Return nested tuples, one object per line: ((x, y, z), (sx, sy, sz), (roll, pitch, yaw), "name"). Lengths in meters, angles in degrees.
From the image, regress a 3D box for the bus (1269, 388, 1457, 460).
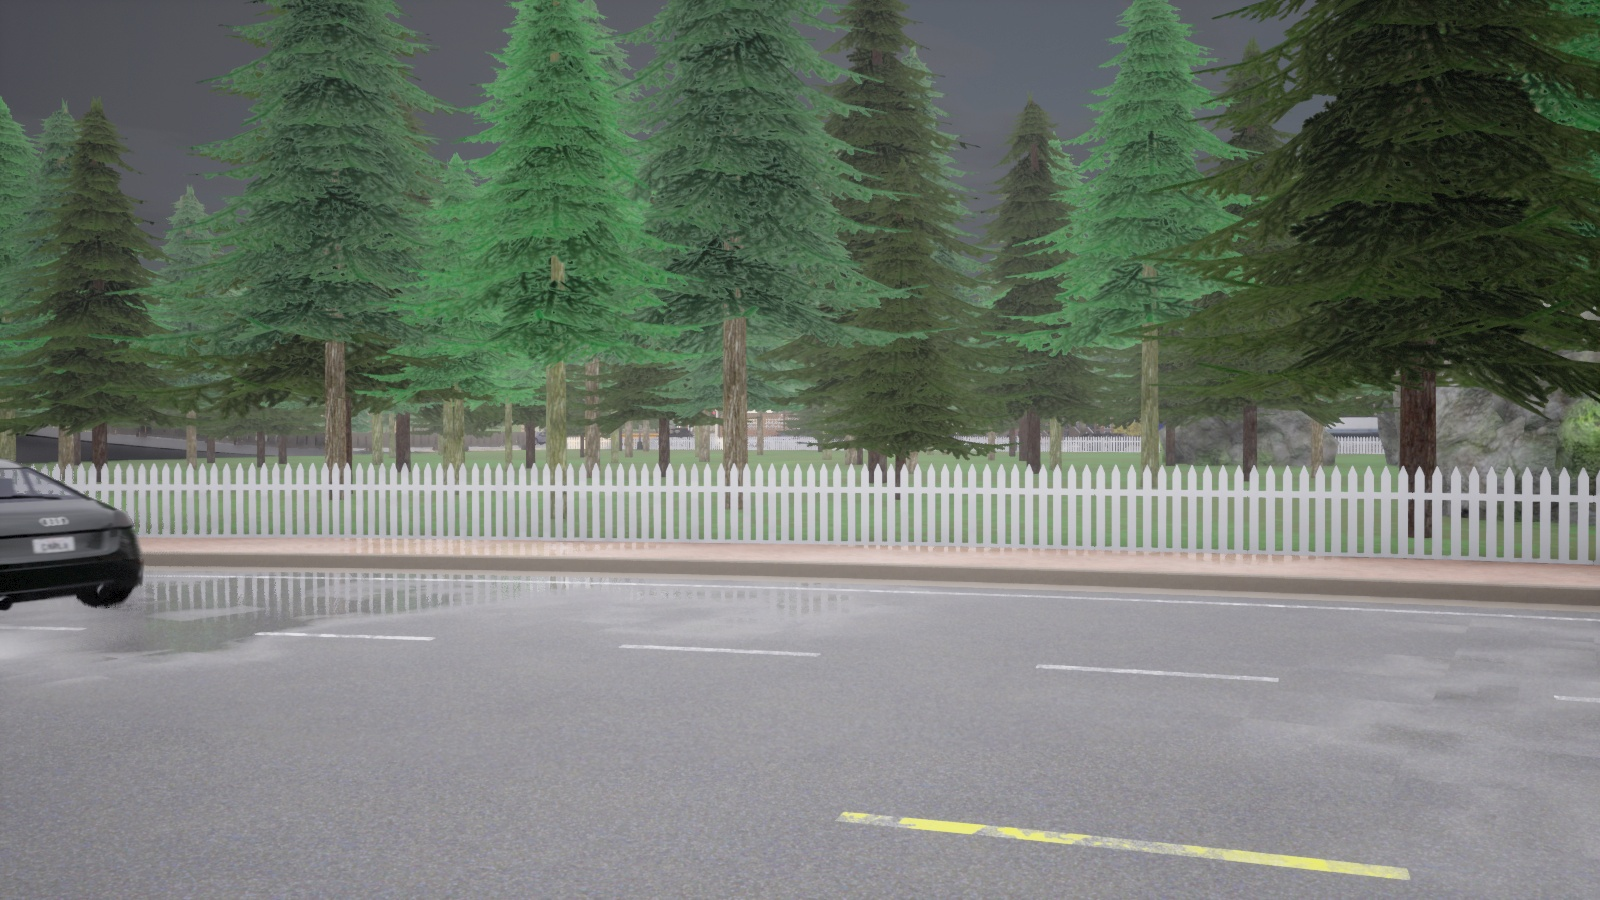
((35.381, -1.628, 79.101), (10.273, 4.253, 3.944), (1, 1, 33), "bus")

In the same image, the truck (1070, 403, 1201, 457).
((22.241, -1.352, 83.439), (7.936, 3.462, 2.891), (1, 1, 33), "truck")

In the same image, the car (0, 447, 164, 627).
((-7.985, 0.680, 11.262), (4.181, 1.385, 1.994), (1, 1, 27), "car")
